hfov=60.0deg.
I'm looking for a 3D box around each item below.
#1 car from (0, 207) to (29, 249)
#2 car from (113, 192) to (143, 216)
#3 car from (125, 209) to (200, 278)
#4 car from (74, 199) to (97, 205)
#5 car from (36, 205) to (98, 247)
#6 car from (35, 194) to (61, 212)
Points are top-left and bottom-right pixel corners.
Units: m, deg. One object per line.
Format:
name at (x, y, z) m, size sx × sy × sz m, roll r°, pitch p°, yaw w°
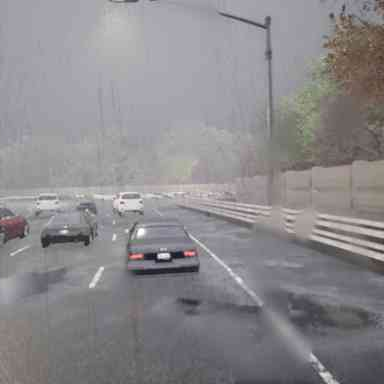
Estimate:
car at (-8.951, 1.420, 14.813) m, size 2.097 × 1.767 × 4.553 m, roll -2°, pitch 1°, yaw -11°
car at (-5.914, 1.046, 30.522) m, size 2.150 × 2.045 × 5.566 m, roll -1°, pitch 1°, yaw -19°
car at (-1.014, 1.466, 9.947) m, size 2.033 × 1.411 × 5.357 m, roll -2°, pitch 1°, yaw -9°
car at (-10.522, 1.421, 32.936) m, size 1.837 × 1.490 × 4.892 m, roll -1°, pitch 1°, yaw -20°
car at (-5.450, 1.539, 15.173) m, size 1.994 × 1.385 × 4.181 m, roll -2°, pitch 1°, yaw -11°
car at (-14.676, 1.231, 33.949) m, size 2.150 × 2.045 × 5.566 m, roll -2°, pitch 1°, yaw -23°
